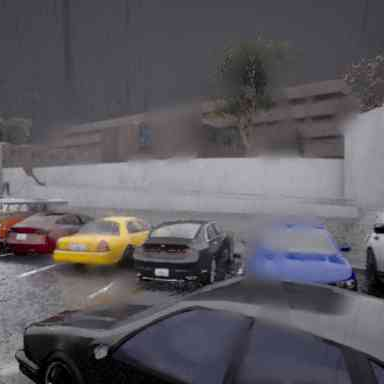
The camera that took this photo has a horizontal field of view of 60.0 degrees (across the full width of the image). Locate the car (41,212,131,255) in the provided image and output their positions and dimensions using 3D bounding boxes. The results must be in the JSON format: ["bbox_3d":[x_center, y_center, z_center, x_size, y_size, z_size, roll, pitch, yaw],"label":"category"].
[{"bbox_3d":[-2.384,1.492,11.395,1.946,1.575,5.366,0,-1,15],"label":"car"}]

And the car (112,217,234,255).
[{"bbox_3d":[-0.007,1.492,9.479,2.231,1.521,4.892,0,-1,15],"label":"car"}]

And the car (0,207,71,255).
[{"bbox_3d":[-4.855,1.526,12.975,2.163,1.488,4.792,0,-1,15],"label":"car"}]

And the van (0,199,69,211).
[{"bbox_3d":[-7.315,1.273,14.567,1.878,1.987,4.442,0,-1,16],"label":"van"}]

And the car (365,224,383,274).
[{"bbox_3d":[4.858,1.241,6.053,2.435,2.045,5.566,0,-1,15],"label":"car"}]

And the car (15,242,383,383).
[{"bbox_3d":[0.609,1.546,2.948,5.357,1.411,2.033,0,0,36],"label":"car"}]

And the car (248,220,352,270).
[{"bbox_3d":[2.431,1.491,7.755,2.097,1.535,5.008,1,-1,15],"label":"car"}]
